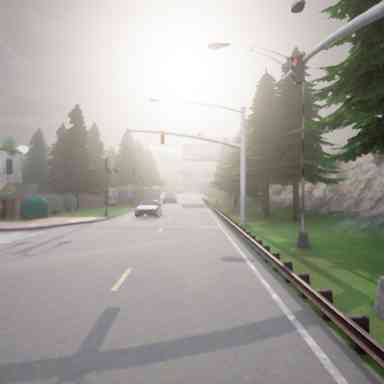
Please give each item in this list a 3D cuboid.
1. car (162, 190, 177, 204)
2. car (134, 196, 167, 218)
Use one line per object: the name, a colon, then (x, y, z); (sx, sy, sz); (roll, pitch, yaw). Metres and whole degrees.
car: (-3.507, 0.942, 53.775); (2.097, 1.767, 4.553); (0, 0, 0)
car: (-3.512, 1.347, 27.767); (2.033, 1.411, 5.357); (0, 0, 0)
